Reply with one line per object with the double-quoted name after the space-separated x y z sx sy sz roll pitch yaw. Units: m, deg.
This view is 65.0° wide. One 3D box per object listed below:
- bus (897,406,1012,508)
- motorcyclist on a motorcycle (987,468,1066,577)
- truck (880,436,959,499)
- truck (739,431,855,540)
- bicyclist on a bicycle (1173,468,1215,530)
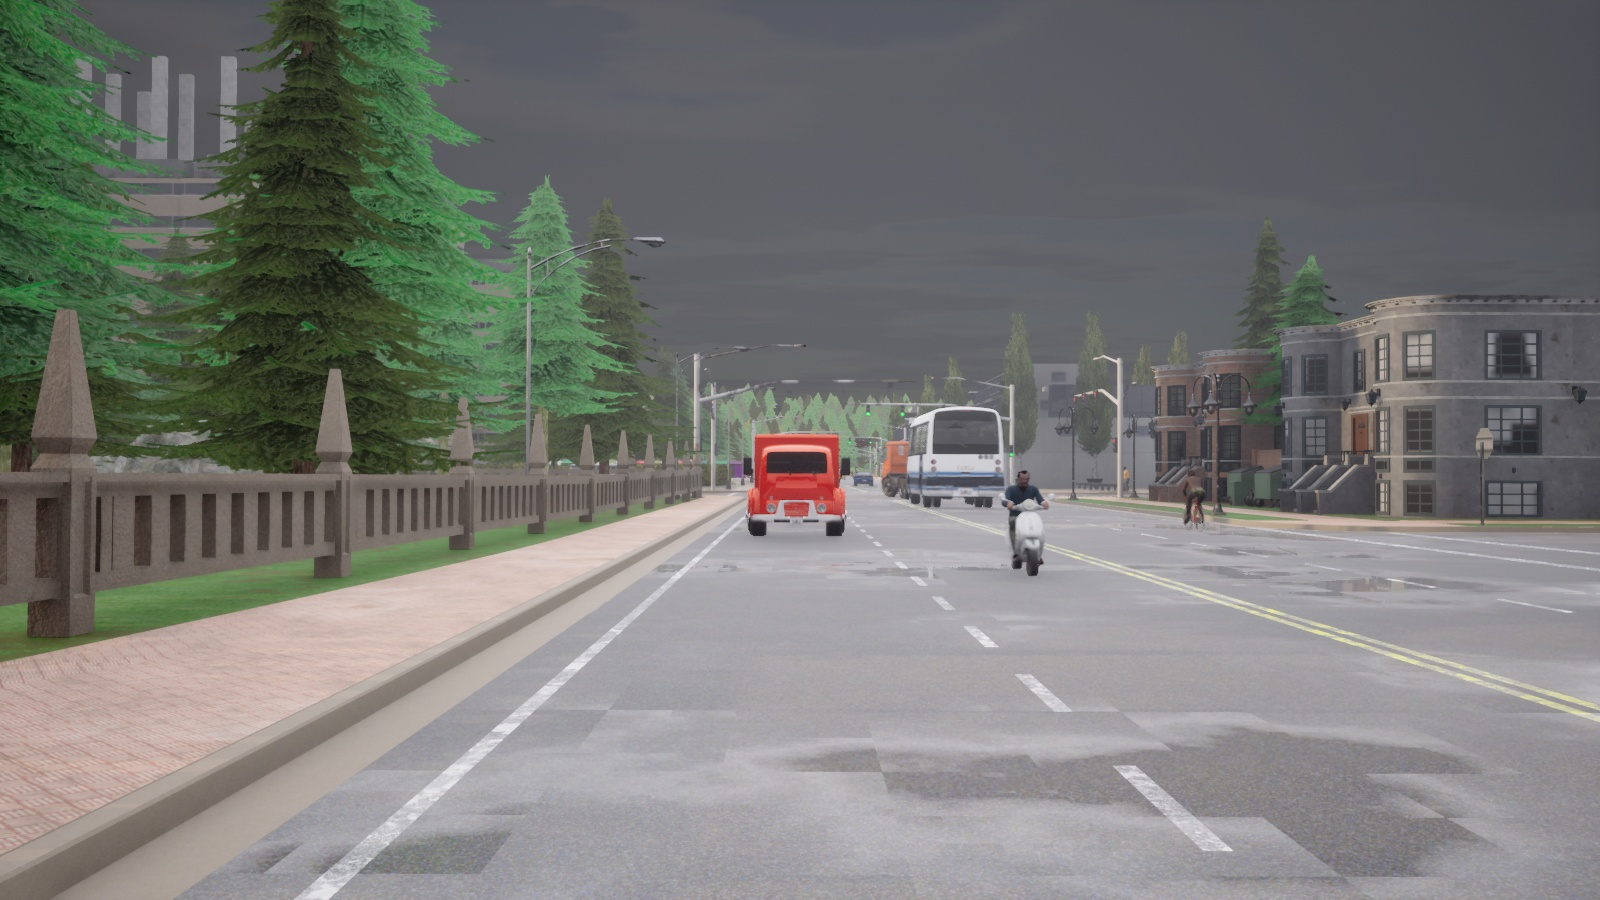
6.850 0.373 57.457 3.944 4.253 10.273 0 -1 0 "bus"
3.451 1.077 19.265 0.866 1.590 1.817 0 -1 0 "motorcyclist on a motorcycle"
6.880 1.037 73.531 2.891 3.462 7.936 0 -1 -7 "truck"
-0.081 0.852 31.261 2.627 2.467 5.204 0 -1 0 "truck"
10.416 1.282 33.233 0.582 1.620 1.656 0 -1 0 "bicyclist on a bicycle"
